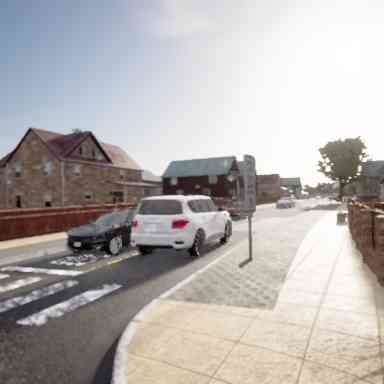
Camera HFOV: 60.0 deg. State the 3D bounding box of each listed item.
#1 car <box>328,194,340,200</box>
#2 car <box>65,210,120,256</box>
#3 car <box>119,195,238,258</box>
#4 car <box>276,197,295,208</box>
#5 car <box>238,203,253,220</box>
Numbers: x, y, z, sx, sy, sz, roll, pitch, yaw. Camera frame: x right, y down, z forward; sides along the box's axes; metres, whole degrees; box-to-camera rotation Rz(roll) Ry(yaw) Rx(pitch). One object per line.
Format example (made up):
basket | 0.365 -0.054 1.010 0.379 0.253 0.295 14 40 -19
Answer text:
car | 35.049 1.373 82.817 1.895 1.301 4.718 -2 -1 27
car | -2.858 1.478 13.511 1.882 1.535 5.008 -2 0 24
car | -0.158 1.150 12.693 2.150 2.045 5.566 -2 -1 22
car | 12.946 1.454 45.916 1.812 1.442 4.674 -2 -1 27
car | 3.713 1.569 28.072 1.895 1.301 4.718 -2 -1 26
